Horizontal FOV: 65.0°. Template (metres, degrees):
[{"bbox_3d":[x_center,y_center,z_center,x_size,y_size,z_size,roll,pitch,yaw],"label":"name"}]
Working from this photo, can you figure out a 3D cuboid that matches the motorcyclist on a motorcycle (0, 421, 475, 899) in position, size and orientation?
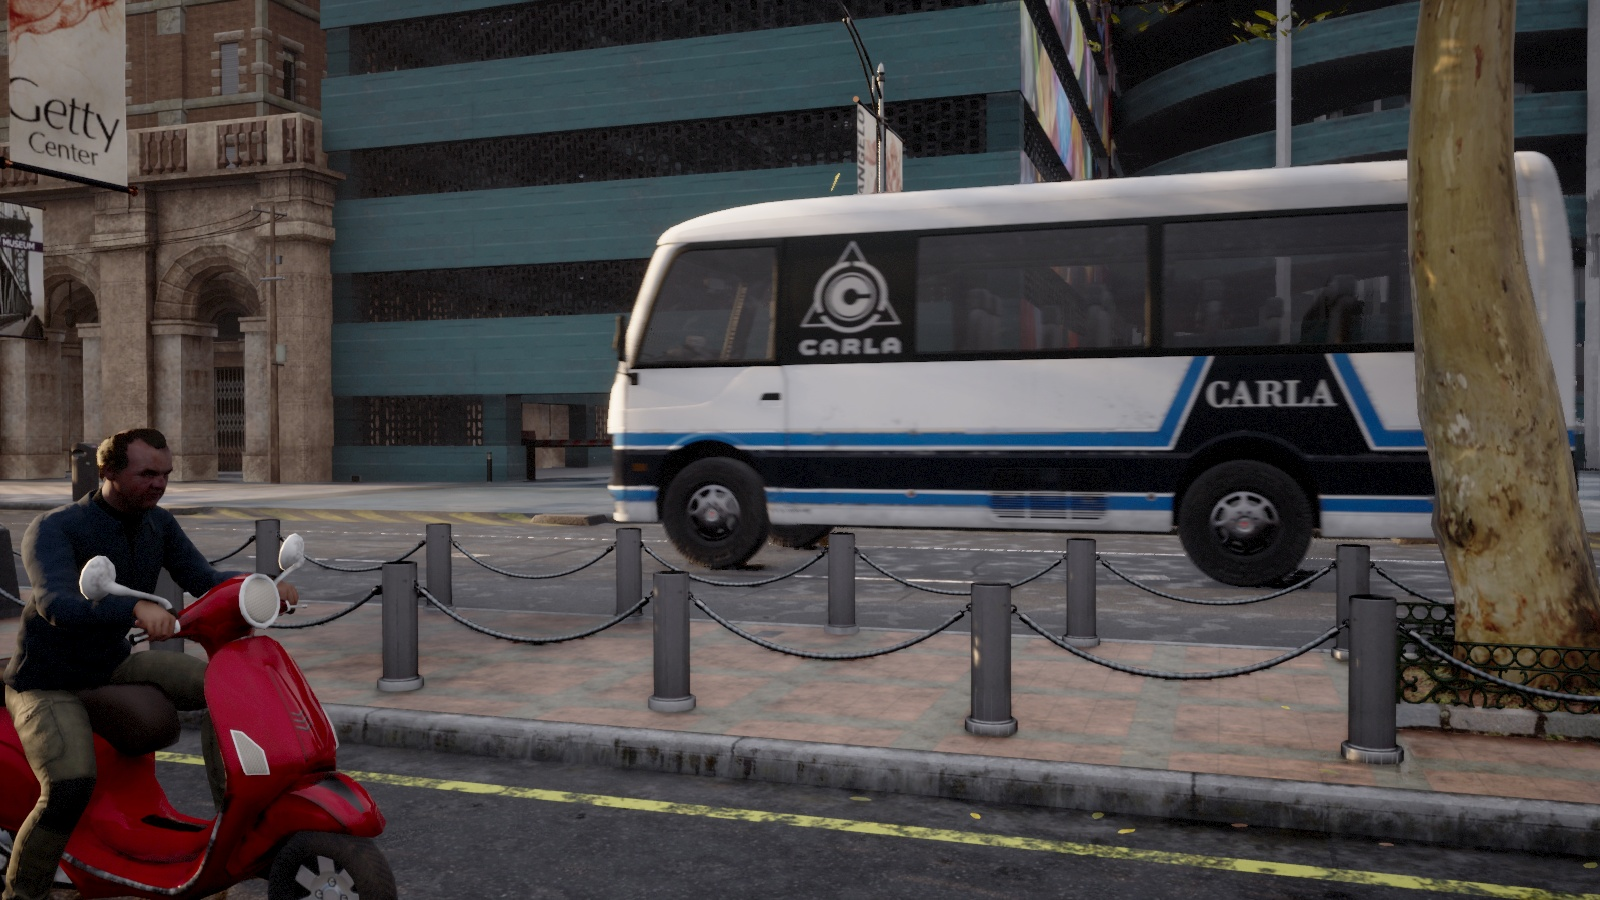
[{"bbox_3d":[-2.034,0.710,3.877,1.817,1.590,0.866,1,1,19],"label":"motorcyclist on a motorcycle"}]

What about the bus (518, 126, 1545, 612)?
[{"bbox_3d":[2.278,-0.774,14.529,10.273,4.253,3.944,1,1,19],"label":"bus"}]
